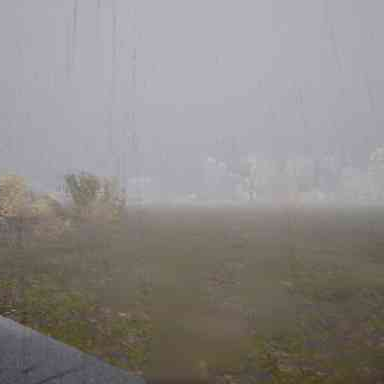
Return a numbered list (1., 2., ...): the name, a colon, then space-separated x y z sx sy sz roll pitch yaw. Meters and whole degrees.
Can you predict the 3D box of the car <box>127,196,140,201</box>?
1. car: -14.125 1.787 82.028 1.882 1.535 5.008 -1 -1 36
